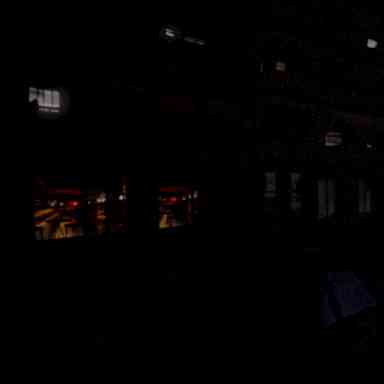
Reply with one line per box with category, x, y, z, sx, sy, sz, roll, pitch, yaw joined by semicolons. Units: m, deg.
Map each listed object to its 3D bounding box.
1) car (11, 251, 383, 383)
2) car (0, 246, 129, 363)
car;0.981;1.529;4.067;5.357;1.411;2.033;0;0;-35
car;-2.584;1.542;4.732;4.507;1.381;1.887;0;-1;-35
